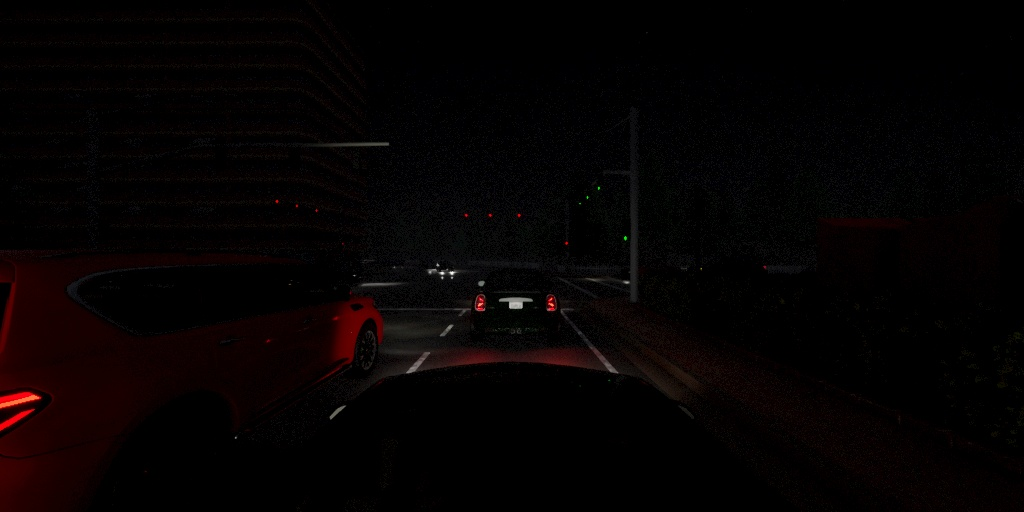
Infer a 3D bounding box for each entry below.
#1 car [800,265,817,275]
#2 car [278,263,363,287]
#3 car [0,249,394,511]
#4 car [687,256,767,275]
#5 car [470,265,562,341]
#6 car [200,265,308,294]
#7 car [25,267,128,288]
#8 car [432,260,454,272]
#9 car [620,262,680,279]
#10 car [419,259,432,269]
[{"bbox_3d":[27.638,1.156,30.931,4.553,1.767,2.097,0,0,0],"label":"car"},{"bbox_3d":[-13.263,1.290,25.121,4.892,1.490,1.837,0,1,-13],"label":"car"},{"bbox_3d":[-3.434,0.971,4.156,2.150,2.045,5.566,0,0,1],"label":"car"},{"bbox_3d":[16.389,1.027,27.529,5.566,2.045,2.150,0,0,0],"label":"car"},{"bbox_3d":[0.096,1.102,9.993,2.097,1.767,4.553,0,0,0],"label":"car"},{"bbox_3d":[-14.671,1.307,20.589,4.892,1.490,1.837,-1,0,0],"label":"car"},{"bbox_3d":[-29.266,1.406,24.215,4.718,1.301,1.895,0,0,0],"label":"car"},{"bbox_3d":[-8.954,1.297,47.603,2.033,1.411,5.357,0,0,-18],"label":"car"},{"bbox_3d":[11.964,1.283,31.066,5.008,1.535,1.882,0,0,0],"label":"car"},{"bbox_3d":[-13.211,1.240,56.608,2.128,1.511,4.902,0,0,-33],"label":"car"}]
